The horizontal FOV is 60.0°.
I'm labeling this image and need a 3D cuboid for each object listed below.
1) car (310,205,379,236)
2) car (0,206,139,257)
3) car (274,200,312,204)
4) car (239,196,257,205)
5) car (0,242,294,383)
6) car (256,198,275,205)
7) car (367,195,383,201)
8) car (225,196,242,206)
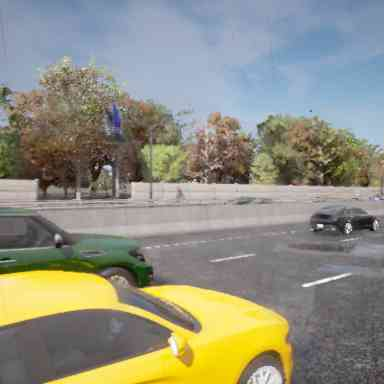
[{"bbox_3d":[8.542,1.492,18.426,4.892,1.490,1.837,0,0,-35],"label":"car"},{"bbox_3d":[-3.396,1.221,5.624,5.566,2.045,2.150,0,0,-35],"label":"car"},{"bbox_3d":[10.785,1.589,33.156,4.718,1.301,1.895,0,0,-35],"label":"car"},{"bbox_3d":[8.314,1.515,39.979,4.674,1.442,1.812,0,0,-35],"label":"car"},{"bbox_3d":[-1.198,1.477,2.889,5.008,1.535,1.882,0,0,-35],"label":"car"},{"bbox_3d":[9.718,1.590,36.689,4.718,1.301,1.895,0,0,-35],"label":"car"},{"bbox_3d":[35.280,1.362,63.386,4.553,1.767,2.097,0,0,-35],"label":"car"},{"bbox_3d":[6.471,1.340,42.959,4.553,1.767,2.097,0,0,-35],"label":"car"}]
